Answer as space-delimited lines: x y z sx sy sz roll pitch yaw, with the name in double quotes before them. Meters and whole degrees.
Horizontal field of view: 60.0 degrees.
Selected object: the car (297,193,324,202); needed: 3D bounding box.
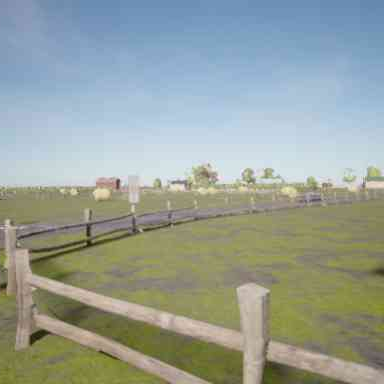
"car" 17.165 0.799 48.185 4.718 1.301 1.895 -1 1 -44
